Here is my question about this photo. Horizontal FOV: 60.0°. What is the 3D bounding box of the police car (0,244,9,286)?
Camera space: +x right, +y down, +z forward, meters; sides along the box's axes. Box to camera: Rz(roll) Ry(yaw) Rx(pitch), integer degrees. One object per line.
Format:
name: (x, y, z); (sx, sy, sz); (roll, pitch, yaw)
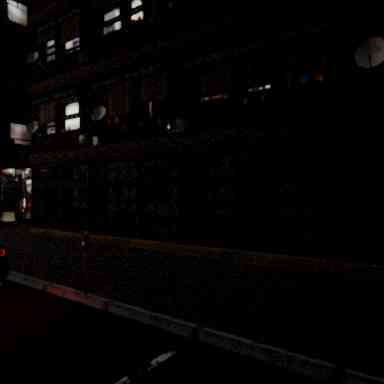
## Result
police car: (-6.218, 1.335, 7.612); (5.238, 1.638, 1.930); (1, 0, 35)
